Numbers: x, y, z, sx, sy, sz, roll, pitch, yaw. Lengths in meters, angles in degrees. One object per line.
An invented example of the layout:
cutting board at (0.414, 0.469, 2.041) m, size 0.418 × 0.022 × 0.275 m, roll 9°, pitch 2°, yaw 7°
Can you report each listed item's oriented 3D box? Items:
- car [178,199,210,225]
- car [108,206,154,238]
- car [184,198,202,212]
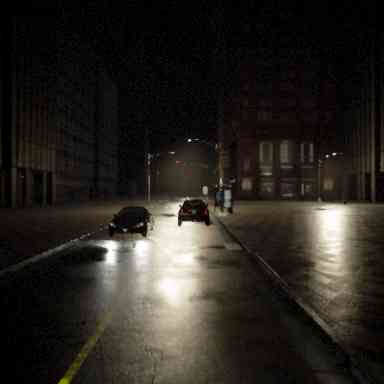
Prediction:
car at (0.111, 1.298, 23.425) m, size 2.097 × 1.767 × 4.553 m, roll 0°, pitch 0°, yaw 0°
car at (-3.090, 1.487, 17.688) m, size 1.812 × 1.442 × 4.674 m, roll 0°, pitch 0°, yaw 0°
car at (0.117, 1.456, 37.654) m, size 1.994 × 1.385 × 4.181 m, roll 0°, pitch 0°, yaw 0°
